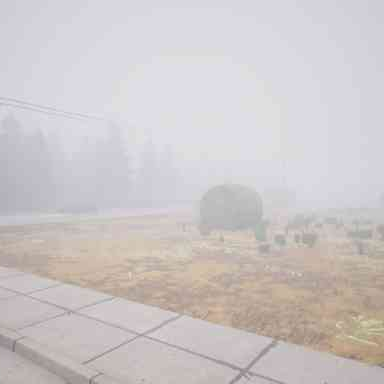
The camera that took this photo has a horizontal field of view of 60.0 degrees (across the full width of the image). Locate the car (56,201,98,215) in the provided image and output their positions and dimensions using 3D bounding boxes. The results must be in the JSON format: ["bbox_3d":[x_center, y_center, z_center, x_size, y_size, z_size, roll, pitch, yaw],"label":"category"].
[{"bbox_3d":[-11.873,1.590,34.544,1.994,1.385,4.181,0,0,36],"label":"car"}]

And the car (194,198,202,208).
[{"bbox_3d":[2.043,1.552,47.183,1.812,1.442,4.674,0,0,36],"label":"car"}]
